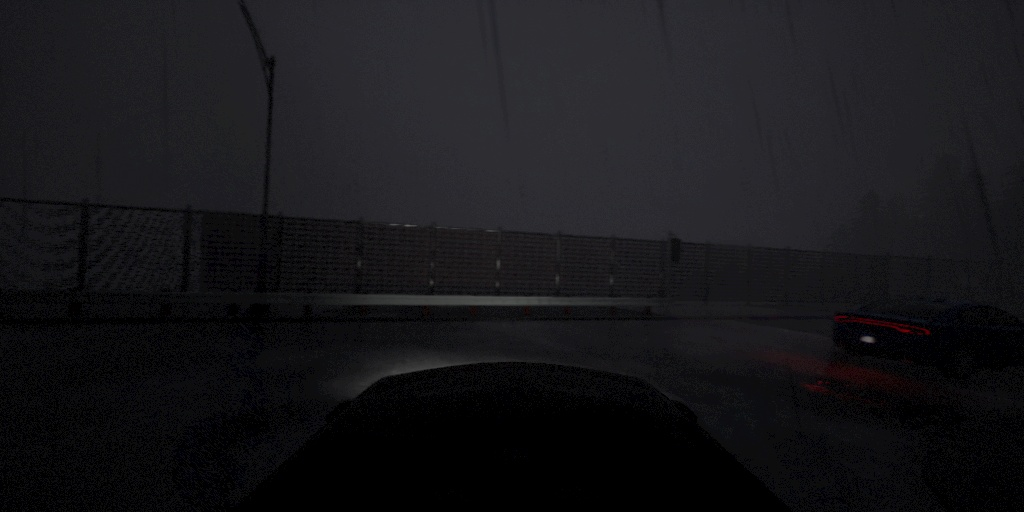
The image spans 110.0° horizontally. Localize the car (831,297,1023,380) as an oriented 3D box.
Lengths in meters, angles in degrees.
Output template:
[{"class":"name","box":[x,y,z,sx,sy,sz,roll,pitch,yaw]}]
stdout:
[{"class":"car","box":[9.909,1.714,8.206,5.008,1.535,1.882,3,-1,-15]}]
